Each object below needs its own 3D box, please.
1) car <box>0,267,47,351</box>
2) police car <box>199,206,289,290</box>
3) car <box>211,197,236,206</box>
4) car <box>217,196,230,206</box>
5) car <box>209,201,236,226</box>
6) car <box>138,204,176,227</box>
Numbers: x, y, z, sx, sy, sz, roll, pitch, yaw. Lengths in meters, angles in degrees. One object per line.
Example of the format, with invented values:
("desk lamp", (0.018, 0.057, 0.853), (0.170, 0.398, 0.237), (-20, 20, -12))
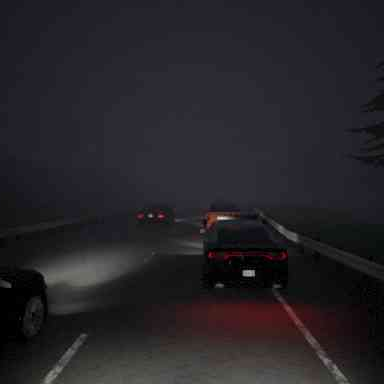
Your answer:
("car", (-3.305, 1.493, 3.552), (2.128, 1.511, 4.902), (0, 0, 1))
("police car", (1.240, 1.426, 9.258), (1.930, 1.638, 5.238), (0, 0, 2))
("car", (1.773, 1.353, 18.883), (2.097, 1.767, 4.553), (0, 0, 4))
("car", (5.481, 1.482, 57.609), (1.882, 1.535, 5.008), (0, 0, 8))
("car", (2.262, 1.507, 24.761), (1.837, 1.490, 4.892), (0, 0, 5))
("car", (-2.323, 1.549, 23.046), (2.033, 1.411, 5.357), (0, 0, 5))
